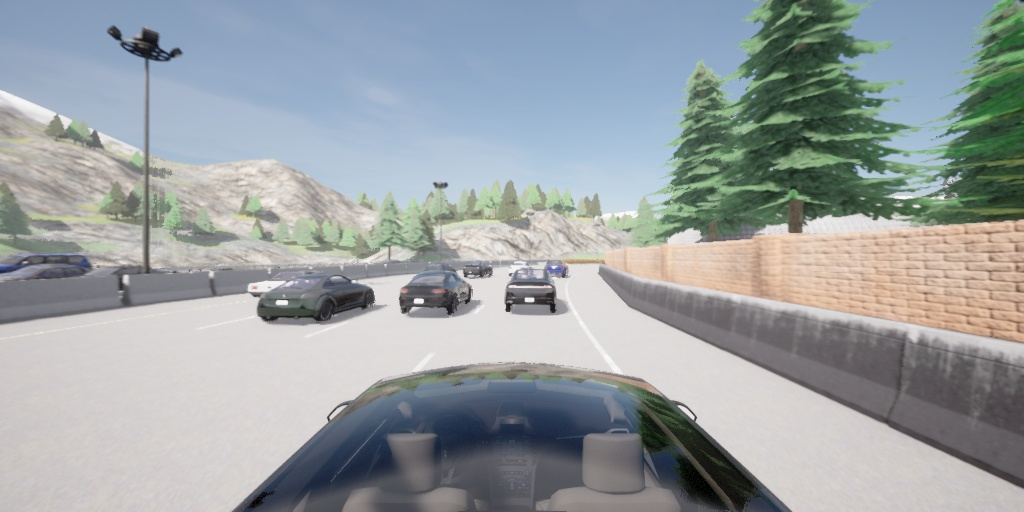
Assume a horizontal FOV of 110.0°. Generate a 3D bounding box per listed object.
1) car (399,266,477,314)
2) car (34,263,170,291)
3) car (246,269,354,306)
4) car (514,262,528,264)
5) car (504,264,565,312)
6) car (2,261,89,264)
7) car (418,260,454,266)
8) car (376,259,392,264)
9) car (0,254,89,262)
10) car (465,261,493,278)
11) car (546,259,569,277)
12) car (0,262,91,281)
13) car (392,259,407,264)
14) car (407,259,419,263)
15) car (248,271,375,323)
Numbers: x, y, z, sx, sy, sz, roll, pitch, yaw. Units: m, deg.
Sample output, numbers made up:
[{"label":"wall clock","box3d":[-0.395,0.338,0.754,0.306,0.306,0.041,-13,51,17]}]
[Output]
[{"label":"car","box3d":[-2.774,1.268,13.673,1.812,1.442,4.674,0,0,5]},{"label":"car","box3d":[-20.084,1.219,18.246,1.812,1.442,4.674,0,0,6]},{"label":"car","box3d":[-9.532,1.324,16.694,1.895,1.301,4.718,0,0,6]},{"label":"car","box3d":[0.897,1.280,35.915,1.812,1.442,4.674,0,0,13]},{"label":"car","box3d":[0.803,1.244,14.319,2.128,1.511,4.902,0,0,5]},{"label":"car","box3d":[-26.872,1.200,20.634,1.812,1.442,4.674,0,0,7]},{"label":"car","box3d":[-6.779,1.296,33.713,1.994,1.385,4.181,0,0,12]},{"label":"car","box3d":[-20.856,1.241,61.133,2.033,1.411,5.357,0,0,20]},{"label":"car","box3d":[-30.177,0.887,22.471,2.150,2.045,5.566,0,0,7]},{"label":"car","box3d":[-3.144,1.234,33.927,2.128,1.511,4.902,0,0,12]},{"label":"car","box3d":[4.398,1.116,35.440,2.097,1.767,4.553,0,0,13]},{"label":"car","box3d":[-23.640,1.231,18.303,2.033,1.411,5.357,0,0,6]},{"label":"car","box3d":[-17.327,1.196,60.488,2.128,1.511,4.902,0,0,20]},{"label":"car","box3d":[-14.497,1.275,58.028,1.994,1.385,4.181,0,0,20]},{"label":"car","box3d":[-6.385,1.296,12.188,1.994,1.385,4.181,0,0,4]}]
